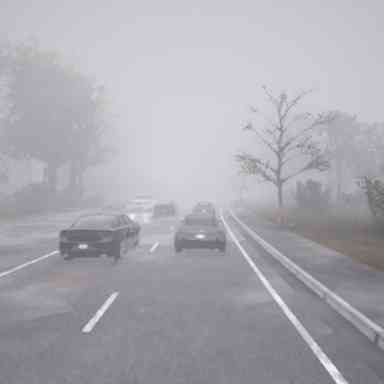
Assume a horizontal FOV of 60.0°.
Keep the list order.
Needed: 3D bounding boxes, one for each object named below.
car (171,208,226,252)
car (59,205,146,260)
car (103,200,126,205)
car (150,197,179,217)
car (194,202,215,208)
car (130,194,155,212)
[{"bbox_3d":[0.358,1.567,13.999,1.994,1.385,4.181,0,0,2],"label":"car"},{"bbox_3d":[-3.190,1.478,12.430,1.882,1.535,5.008,0,0,1],"label":"car"},{"bbox_3d":[-9.008,1.565,38.551,1.994,1.385,4.181,0,0,5],"label":"car"},{"bbox_3d":[-2.339,1.482,31.035,1.882,1.535,5.008,0,0,4],"label":"car"},{"bbox_3d":[1.101,1.571,29.929,1.994,1.385,4.181,0,0,4],"label":"car"},{"bbox_3d":[-5.520,1.224,38.445,2.150,2.045,5.566,0,0,5],"label":"car"}]
